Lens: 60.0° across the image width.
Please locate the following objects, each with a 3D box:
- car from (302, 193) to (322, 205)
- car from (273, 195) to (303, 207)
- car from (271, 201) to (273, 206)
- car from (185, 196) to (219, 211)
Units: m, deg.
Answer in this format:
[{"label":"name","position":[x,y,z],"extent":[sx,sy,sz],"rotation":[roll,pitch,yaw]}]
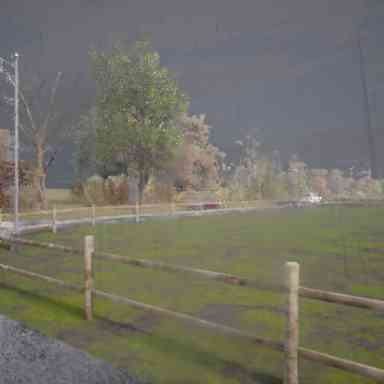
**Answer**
[{"label":"car","position":[20.938,1.206,58.320],"extent":[2.150,2.045,5.566],"rotation":[0,0,39]},{"label":"car","position":[14.649,1.482,50.556],"extent":[1.837,1.490,4.892],"rotation":[0,0,40]},{"label":"car","position":[14.779,1.503,55.150],"extent":[1.812,1.442,4.674],"rotation":[0,0,39]},{"label":"car","position":[1.185,1.300,38.707],"extent":[2.097,1.767,4.553],"rotation":[0,0,39]}]
